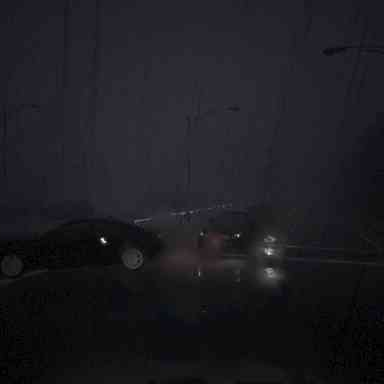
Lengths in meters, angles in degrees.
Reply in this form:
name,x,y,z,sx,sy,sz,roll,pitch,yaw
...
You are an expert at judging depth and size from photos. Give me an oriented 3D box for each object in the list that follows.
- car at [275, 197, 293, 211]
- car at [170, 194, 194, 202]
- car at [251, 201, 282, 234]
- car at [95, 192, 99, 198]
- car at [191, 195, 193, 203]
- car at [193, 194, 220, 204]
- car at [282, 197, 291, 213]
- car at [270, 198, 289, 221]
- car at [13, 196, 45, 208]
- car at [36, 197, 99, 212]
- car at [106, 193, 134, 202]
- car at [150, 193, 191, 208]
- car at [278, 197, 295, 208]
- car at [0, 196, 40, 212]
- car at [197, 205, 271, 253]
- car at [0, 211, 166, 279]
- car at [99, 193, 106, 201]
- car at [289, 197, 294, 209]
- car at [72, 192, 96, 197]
name,x,y,z,sx,sy,sz,roll,pitch,yaw
car,11.683,1.483,42.094,1.837,1.490,4.892,0,0,19
car,-2.065,1.257,68.682,4.514,1.523,2.007,0,0,18
car,3.972,1.490,19.294,1.837,1.490,4.892,0,0,19
car,-21.816,1.298,67.989,3.806,1.475,1.970,0,0,19
car,-2.402,1.052,44.651,3.866,1.878,1.905,0,0,18
car,1.693,1.125,56.772,5.027,1.636,2.152,0,0,19
car,7.766,1.486,30.501,1.837,1.490,4.892,0,0,19
car,5.885,1.475,24.939,2.128,1.511,4.902,0,0,19
car,-21.672,1.273,44.284,3.633,1.501,1.845,0,0,18
car,-9.021,1.356,24.205,3.633,1.501,1.845,0,0,18
car,-13.771,1.046,65.311,4.605,1.855,1.932,0,0,18
car,-2.942,1.074,41.767,4.605,1.855,1.932,0,0,18
car,13.567,1.468,47.669,2.128,1.511,4.902,0,0,19
car,-15.098,1.356,29.404,3.806,1.475,1.970,0,0,19
car,1.822,1.514,13.886,1.812,1.442,4.674,0,0,24
car,-3.278,1.475,9.864,5.008,1.535,1.882,0,0,-15
car,-20.173,1.014,70.943,3.866,1.878,1.905,0,0,18
car,9.808,1.544,36.539,1.994,1.385,4.181,0,0,19
car,-18.433,1.249,53.738,4.514,1.523,2.007,0,0,18
